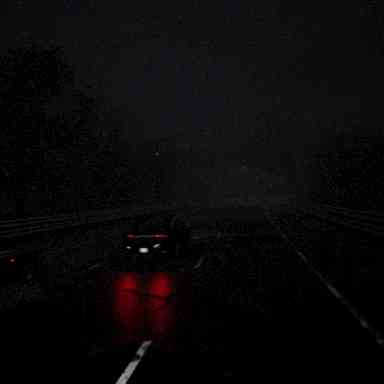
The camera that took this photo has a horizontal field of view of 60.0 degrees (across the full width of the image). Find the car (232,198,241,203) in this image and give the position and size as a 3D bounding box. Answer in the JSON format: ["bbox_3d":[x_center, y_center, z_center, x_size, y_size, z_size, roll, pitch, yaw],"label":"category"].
[{"bbox_3d":[12.335,2.430,92.245,1.994,1.385,4.181,-2,-1,15],"label":"car"}]

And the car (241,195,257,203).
[{"bbox_3d":[15.625,1.968,91.054,2.150,2.045,5.566,-2,-1,15],"label":"car"}]

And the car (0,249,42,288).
[{"bbox_3d":[-5.651,1.905,7.790,1.895,1.301,4.718,-2,-1,9],"label":"car"}]

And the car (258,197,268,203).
[{"bbox_3d":[19.226,2.141,90.937,2.128,1.511,4.902,-2,-1,15],"label":"car"}]

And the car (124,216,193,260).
[{"bbox_3d":[-1.195,1.715,13.371,2.128,1.511,4.902,-2,-1,9],"label":"car"}]
